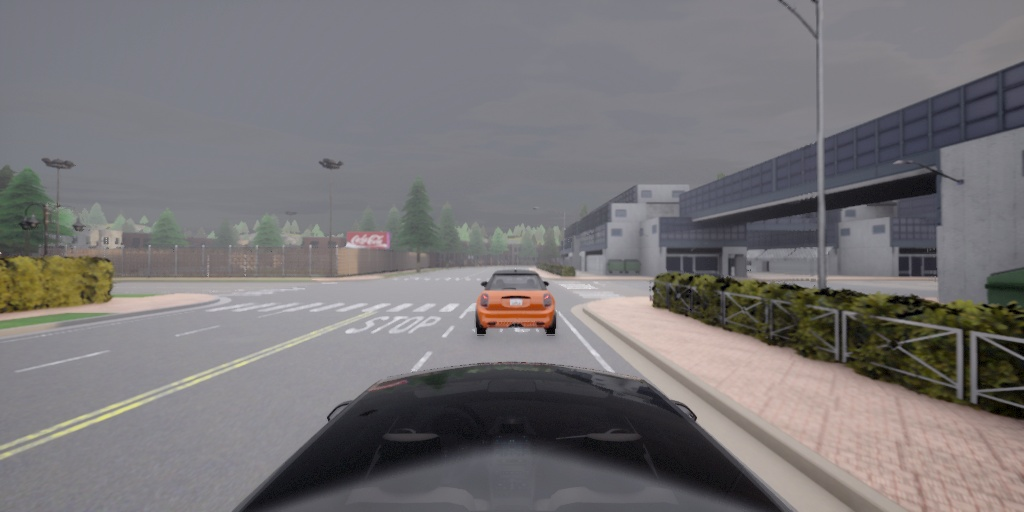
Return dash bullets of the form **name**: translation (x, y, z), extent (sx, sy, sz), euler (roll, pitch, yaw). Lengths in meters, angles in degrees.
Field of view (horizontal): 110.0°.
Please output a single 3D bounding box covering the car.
- **car**: translation (0.097, 1.203, 11.067), extent (2.097, 1.767, 4.553), euler (0, -1, 0)
